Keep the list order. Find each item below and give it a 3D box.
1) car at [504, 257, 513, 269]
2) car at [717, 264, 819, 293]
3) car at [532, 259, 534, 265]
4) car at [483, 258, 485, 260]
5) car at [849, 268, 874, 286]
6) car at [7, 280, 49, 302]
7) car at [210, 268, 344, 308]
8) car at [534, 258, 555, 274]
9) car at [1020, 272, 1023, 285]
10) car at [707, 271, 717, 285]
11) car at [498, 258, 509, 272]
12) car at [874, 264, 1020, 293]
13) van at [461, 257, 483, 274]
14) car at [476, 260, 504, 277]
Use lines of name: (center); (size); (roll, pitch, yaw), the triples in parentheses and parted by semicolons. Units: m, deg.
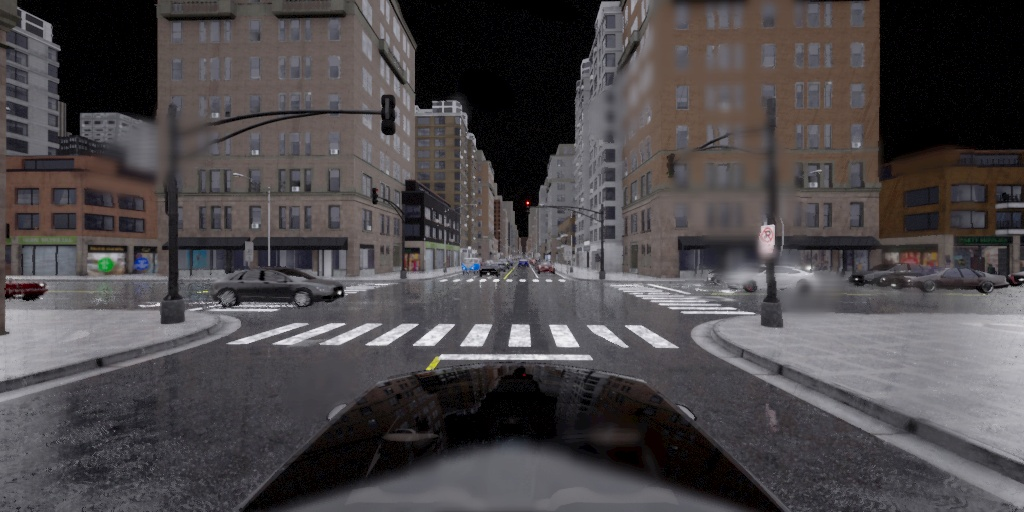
car: (-1.446, 1.137, 55.738); (2.097, 1.767, 4.553); (0, 0, 2)
car: (14.769, 1.291, 20.531); (4.674, 1.442, 1.812); (0, 0, 3)
car: (4.002, 1.341, 46.369); (1.948, 1.339, 4.313); (0, 0, 2)
car: (-4.520, 1.090, 46.652); (2.192, 1.841, 5.009); (0, 0, 2)
car: (25.063, 1.283, 23.490); (4.892, 1.490, 1.837); (0, 0, 2)
car: (-22.543, 1.334, 14.890); (4.718, 1.301, 1.895); (0, 0, 2)
car: (-9.380, 1.245, 14.517); (4.892, 1.490, 1.837); (0, 0, 2)
car: (3.814, 1.210, 40.847); (1.967, 1.591, 4.097); (0, 0, 2)
car: (35.045, 1.359, 23.196); (4.181, 1.385, 1.994); (0, 0, 2)
car: (15.646, 1.257, 23.758); (4.902, 1.511, 2.128); (0, 0, 2)
car: (-1.793, 1.339, 45.562); (1.994, 1.385, 4.181); (0, 0, 3)
car: (24.356, 1.325, 20.258); (5.357, 1.411, 2.033); (0, 0, 2)
van: (-4.707, 1.111, 41.132); (1.690, 1.789, 3.998); (0, 0, 2)
car: (-2.142, 1.365, 35.814); (1.895, 1.301, 4.718); (0, 0, 2)
